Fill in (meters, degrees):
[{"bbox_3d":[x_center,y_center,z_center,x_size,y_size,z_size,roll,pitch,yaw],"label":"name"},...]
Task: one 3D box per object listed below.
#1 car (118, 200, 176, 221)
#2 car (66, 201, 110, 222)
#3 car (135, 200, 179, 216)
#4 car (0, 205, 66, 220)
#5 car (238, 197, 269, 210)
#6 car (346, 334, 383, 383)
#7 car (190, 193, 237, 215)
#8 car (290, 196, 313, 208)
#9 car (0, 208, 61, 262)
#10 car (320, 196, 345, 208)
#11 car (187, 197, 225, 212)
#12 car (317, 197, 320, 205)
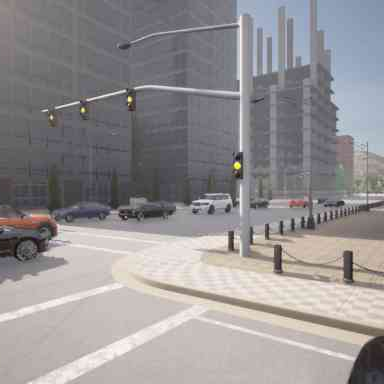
[{"bbox_3d":[-3.599,1.545,26.404,1.895,1.301,4.718,0,0,36],"label":"car"},{"bbox_3d":[-8.468,1.470,25.645,1.812,1.442,4.674,0,0,38],"label":"car"},{"bbox_3d":[-3.389,1.508,32.682,1.994,1.385,4.181,0,0,36],"label":"car"},{"bbox_3d":[-8.042,1.298,13.910,2.097,1.767,4.553,0,0,36],"label":"car"},{"bbox_3d":[8.210,1.422,42.772,1.882,1.535,5.008,0,0,36],"label":"car"},{"bbox_3d":[3.036,1.564,1.803,4.181,1.385,1.994,0,0,36],"label":"car"},{"bbox_3d":[2.109,1.166,34.319,2.150,2.045,5.566,0,0,36],"label":"car"},{"bbox_3d":[15.314,1.298,46.323,2.097,1.767,4.553,0,0,36],"label":"car"},{"bbox_3d":[-6.740,1.445,9.731,2.128,1.511,4.902,0,0,36],"label":"car"},{"bbox_3d":[20.191,1.492,47.106,2.033,1.411,5.357,0,0,36],"label":"car"},{"bbox_3d":[1.751,1.436,39.809,2.128,1.511,4.902,0,0,36],"label":"car"},{"bbox_3d":[22.835,1.422,56.775,1.882,1.535,5.008,0,0,36],"label":"car"}]
